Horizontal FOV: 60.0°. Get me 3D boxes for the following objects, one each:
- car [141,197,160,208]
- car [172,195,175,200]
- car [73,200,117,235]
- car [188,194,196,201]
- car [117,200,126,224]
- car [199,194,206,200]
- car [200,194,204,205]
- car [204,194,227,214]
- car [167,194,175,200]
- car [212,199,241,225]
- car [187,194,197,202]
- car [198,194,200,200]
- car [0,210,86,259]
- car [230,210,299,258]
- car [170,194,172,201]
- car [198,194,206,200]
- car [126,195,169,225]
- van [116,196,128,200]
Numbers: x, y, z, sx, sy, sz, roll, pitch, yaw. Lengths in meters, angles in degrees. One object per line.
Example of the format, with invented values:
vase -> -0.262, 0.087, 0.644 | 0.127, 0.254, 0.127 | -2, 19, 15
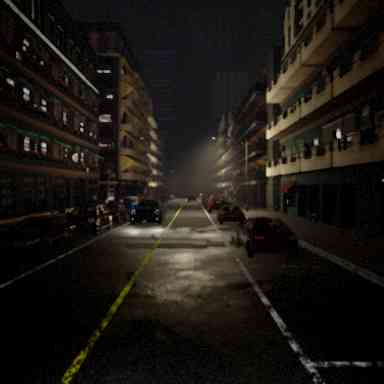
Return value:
car -> -5.700, 1.453, 46.030 | 2.008, 1.369, 4.403 | -1, 0, 0
car -> -5.687, 1.384, 79.642 | 2.008, 1.369, 4.403 | -1, 0, 0
car -> -5.666, 1.402, 18.019 | 1.967, 1.590, 4.097 | -1, 0, 0
car -> 0.013, 1.259, 79.032 | 1.812, 1.442, 4.674 | 0, 0, 0
car -> -5.663, 1.500, 23.621 | 2.008, 1.369, 4.403 | -1, 0, 0
car -> 2.693, 1.347, 85.384 | 1.752, 1.417, 4.829 | -1, 0, 0
car -> 2.684, 1.217, 45.999 | 2.192, 1.841, 5.009 | -1, 0, 0
car -> 2.682, 1.240, 34.795 | 2.192, 1.841, 5.009 | -1, 0, 0
car -> -5.685, 1.362, 90.846 | 2.008, 1.369, 4.403 | -1, 0, 0
car -> 2.684, 1.474, 23.762 | 1.752, 1.417, 4.829 | -1, 0, 0
car -> 0.011, 1.326, 68.607 | 1.882, 1.535, 5.008 | 0, 0, 0
car -> 2.686, 1.194, 57.204 | 2.192, 1.841, 5.009 | -1, 0, 0
car -> -5.665, 1.555, 12.418 | 1.802, 1.307, 4.206 | -1, 0, 0
car -> 2.683, 1.555, 12.388 | 1.802, 1.307, 4.206 | -1, 0, 0
car -> -5.689, 1.438, 68.438 | 1.802, 1.307, 4.206 | -1, 0, 0
car -> 2.695, 1.376, 90.816 | 1.947, 1.339, 4.313 | -1, 0, 0
car -> -3.042, 1.300, 23.724 | 2.097, 1.767, 4.553 | 0, 0, 0
van -> -5.665, 1.279, 29.223 | 1.690, 1.788, 3.998 | -1, 0, 0
